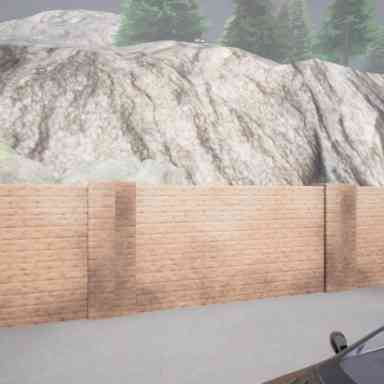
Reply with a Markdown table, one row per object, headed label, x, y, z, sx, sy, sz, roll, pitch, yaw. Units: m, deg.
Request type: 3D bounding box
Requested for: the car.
| label | x | y | z | sx | sy | sz | roll | pitch | yaw |
| --- | --- | --- | --- | --- | --- | --- | --- | --- | --- |
| car | 2.122 | 1.492 | 1.934 | 4.902 | 1.511 | 2.128 | 0 | 0 | -19 |
